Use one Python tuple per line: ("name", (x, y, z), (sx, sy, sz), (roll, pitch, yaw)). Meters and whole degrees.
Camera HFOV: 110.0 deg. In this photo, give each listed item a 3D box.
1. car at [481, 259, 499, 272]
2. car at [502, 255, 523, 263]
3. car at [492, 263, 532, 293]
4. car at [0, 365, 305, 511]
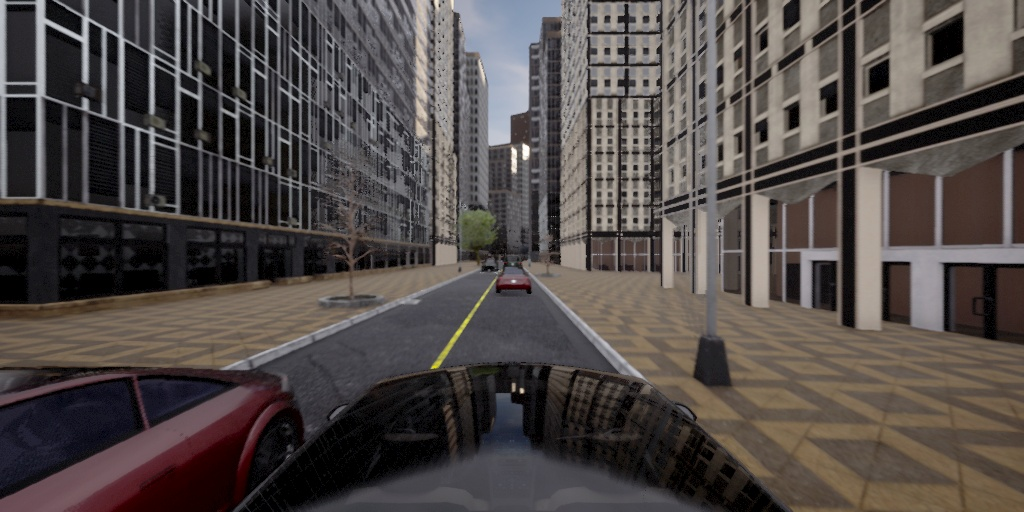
("car", (-2.774, 1.154, 45.660), (2.097, 1.767, 4.553), (0, 0, 0))
("car", (0.080, 0.964, 39.613), (2.150, 2.045, 5.566), (0, 0, 0))
("car", (0.090, 1.296, 20.734), (1.994, 1.385, 4.181), (0, 0, 0))
("car", (-2.853, 1.314, 1.505), (1.994, 1.385, 4.181), (0, 0, 0))
